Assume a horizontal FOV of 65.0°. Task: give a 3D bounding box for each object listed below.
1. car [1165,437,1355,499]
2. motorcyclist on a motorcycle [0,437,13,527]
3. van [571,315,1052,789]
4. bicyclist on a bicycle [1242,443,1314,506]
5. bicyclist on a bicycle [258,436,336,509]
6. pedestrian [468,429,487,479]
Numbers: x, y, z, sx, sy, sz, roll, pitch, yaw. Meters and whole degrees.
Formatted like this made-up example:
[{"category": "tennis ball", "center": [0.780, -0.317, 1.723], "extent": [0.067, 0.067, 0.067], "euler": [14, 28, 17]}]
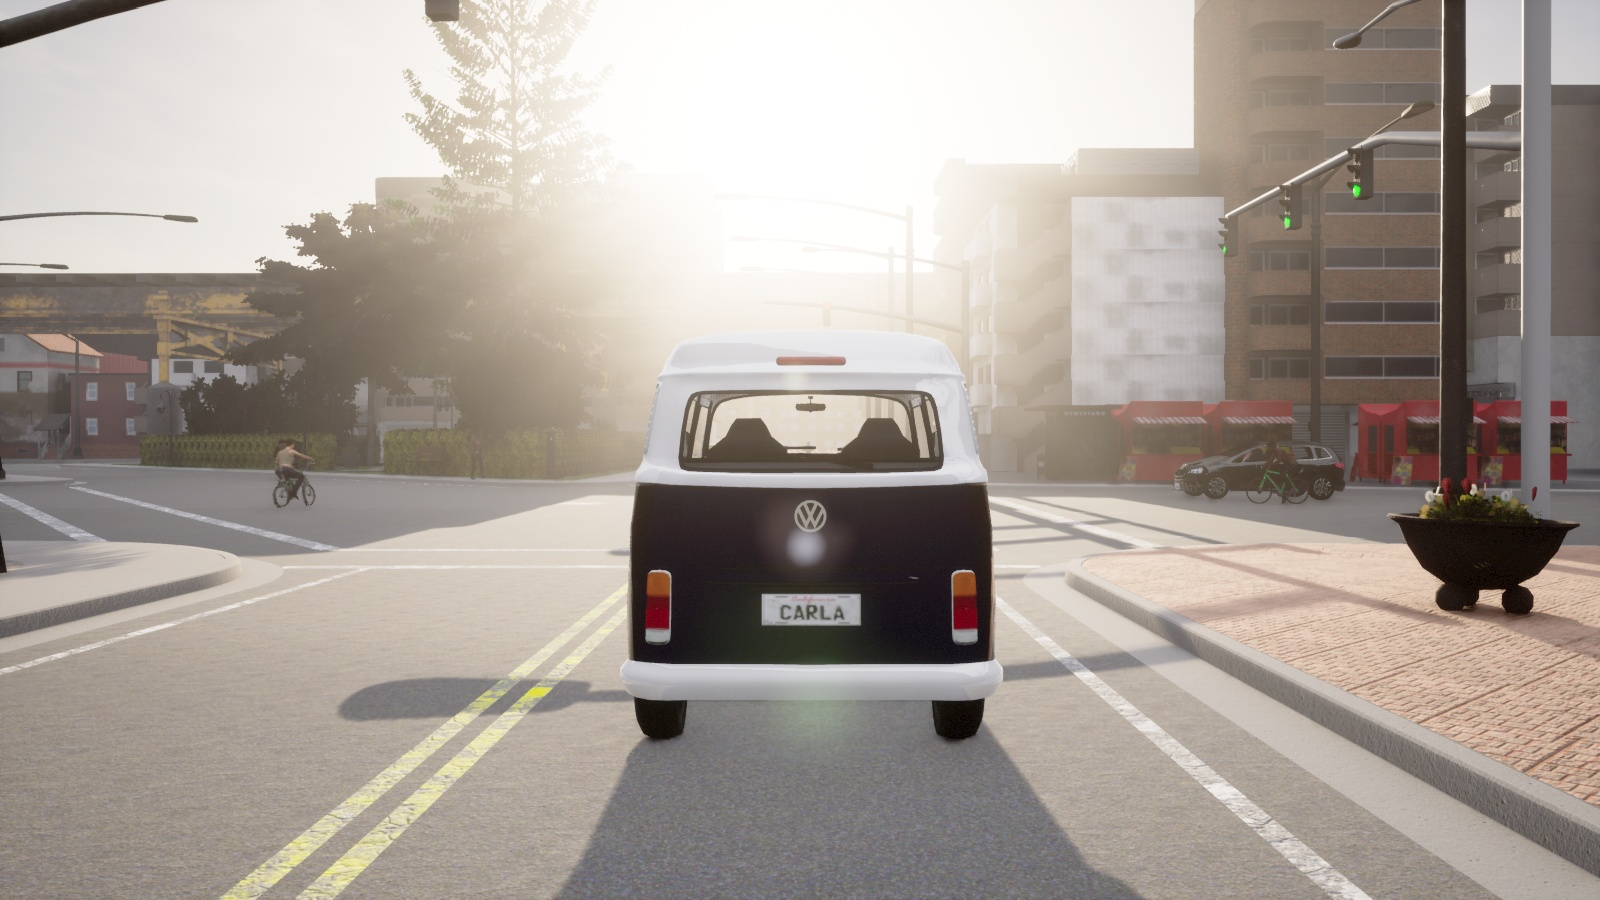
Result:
[{"category": "car", "center": [13.121, 0.503, 36.080], "extent": [4.611, 1.667, 2.242], "euler": [1, 0, 0]}, {"category": "motorcyclist on a motorcycle", "center": [-14.993, 0.560, 22.046], "extent": [1.817, 1.590, 0.866], "euler": [0, 0, 0]}, {"category": "van", "center": [0.066, 0.427, 7.651], "extent": [2.069, 2.038, 4.480], "euler": [0, 0, 0]}, {"category": "bicyclist on a bicycle", "center": [12.392, 0.626, 32.583], "extent": [1.656, 1.620, 0.582], "euler": [0, 0, 0]}, {"category": "bicyclist on a bicycle", "center": [-11.691, 0.509, 29.239], "extent": [0.866, 1.612, 1.509], "euler": [-4, -1, 15]}, {"category": "pedestrian", "center": [-11.588, 0.139, 45.128], "extent": [0.328, 1.805, 0.869], "euler": [0, 0, -38]}]
